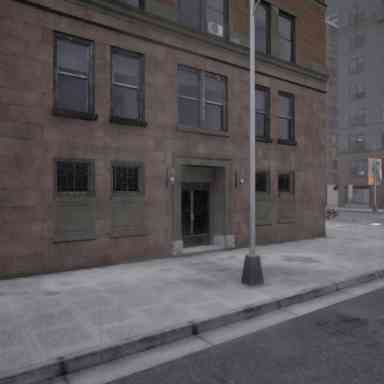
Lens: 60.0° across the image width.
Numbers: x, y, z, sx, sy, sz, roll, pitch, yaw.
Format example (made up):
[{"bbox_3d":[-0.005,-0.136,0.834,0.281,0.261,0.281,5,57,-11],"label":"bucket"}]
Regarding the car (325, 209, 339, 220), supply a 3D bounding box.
[{"bbox_3d":[9.721,1.632,27.931,1.895,1.301,4.718,0,0,-35],"label":"car"}]
